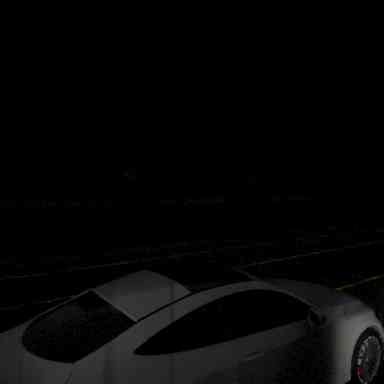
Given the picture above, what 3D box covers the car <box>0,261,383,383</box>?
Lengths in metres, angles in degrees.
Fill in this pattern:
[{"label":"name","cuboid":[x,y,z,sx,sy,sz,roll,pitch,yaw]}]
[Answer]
[{"label":"car","cuboid":[0.230,1.525,3.598,4.674,1.442,1.812,0,0,-36]}]
